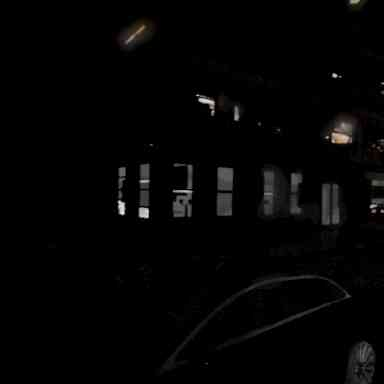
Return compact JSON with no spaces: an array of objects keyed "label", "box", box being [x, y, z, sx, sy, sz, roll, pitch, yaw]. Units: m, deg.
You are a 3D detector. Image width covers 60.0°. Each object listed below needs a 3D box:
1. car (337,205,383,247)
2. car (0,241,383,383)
[{"label":"car","box":[7.259,1.391,11.744,5.009,1.841,2.192,0,1,-36]},{"label":"car","box":[0.160,1.504,3.495,4.902,1.511,2.128,0,0,-36]}]
